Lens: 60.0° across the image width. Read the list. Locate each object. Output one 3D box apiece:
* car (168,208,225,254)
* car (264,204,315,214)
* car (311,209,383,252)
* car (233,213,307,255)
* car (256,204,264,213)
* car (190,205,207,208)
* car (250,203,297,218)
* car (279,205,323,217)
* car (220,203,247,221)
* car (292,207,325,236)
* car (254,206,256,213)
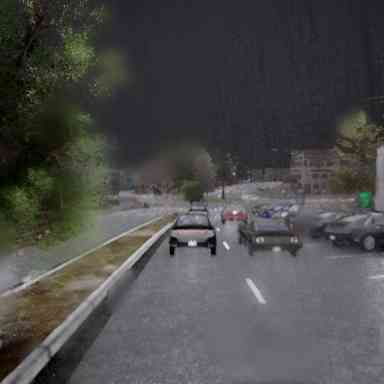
[{"bbox_3d":[0.058,1.671,14.323,2.128,1.511,4.902,0,-1,1],"label":"car"},{"bbox_3d":[8.526,1.742,26.372,4.553,1.767,2.185,1,-1,-17],"label":"car"},{"bbox_3d":[8.103,1.670,14.552,4.892,1.521,2.231,1,-1,-19],"label":"car"},{"bbox_3d":[3.050,1.778,14.073,1.895,1.301,4.718,0,-1,1],"label":"car"},{"bbox_3d":[8.652,1.919,29.311,5.008,1.535,2.097,1,-1,-16],"label":"car"},{"bbox_3d":[0.608,1.903,29.409,2.128,1.511,4.902,0,-1,4],"label":"car"},{"bbox_3d":[9.345,2.117,38.156,4.792,1.488,2.163,1,-1,-15],"label":"car"},{"bbox_3d":[8.240,1.765,20.465,4.892,1.521,2.231,1,-1,-18],"label":"car"},{"bbox_3d":[3.586,1.766,29.000,2.097,1.767,4.553,0,-1,3],"label":"car"},{"bbox_3d":[8.159,1.716,17.511,4.892,1.521,2.231,1,-1,-18],"label":"car"},{"bbox_3d":[8.851,2.014,32.253,4.674,1.452,2.002,1,-1,-15],"label":"car"}]
